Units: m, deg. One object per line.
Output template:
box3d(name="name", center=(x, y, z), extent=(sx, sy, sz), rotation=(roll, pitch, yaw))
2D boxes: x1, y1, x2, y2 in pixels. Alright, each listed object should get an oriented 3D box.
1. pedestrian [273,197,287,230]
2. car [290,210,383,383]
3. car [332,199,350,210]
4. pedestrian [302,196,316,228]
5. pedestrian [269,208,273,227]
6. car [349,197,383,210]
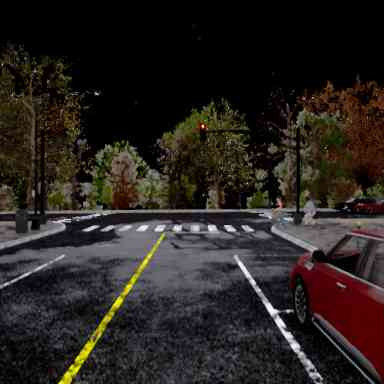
box3d(name="pedestrian", center=(4.821, 1.129, 18.251), extent=(0.375, 1.860, 0.375), rotation=(1, -1, 0))
box3d(name="car", center=(2.720, 1.313, 3.837), extent=(2.192, 1.841, 5.009), rotation=(1, 0, 0))
box3d(name="car", center=(17.340, 1.355, 35.100), extent=(4.892, 1.490, 1.837), rotation=(-1, -1, 1))
box3d(name="pedestrian", center=(6.619, 1.122, 18.849), extent=(0.375, 1.860, 0.375), rotation=(1, -1, 0))
box3d(name="pedestrian", center=(4.817, 1.506, 19.447), extent=(0.500, 1.100, 0.500), rotation=(1, -1, 0))
box3d(name="car", center=(18.118, 1.402, 31.830), extent=(4.718, 1.301, 1.895), rotation=(-1, -1, 1))
